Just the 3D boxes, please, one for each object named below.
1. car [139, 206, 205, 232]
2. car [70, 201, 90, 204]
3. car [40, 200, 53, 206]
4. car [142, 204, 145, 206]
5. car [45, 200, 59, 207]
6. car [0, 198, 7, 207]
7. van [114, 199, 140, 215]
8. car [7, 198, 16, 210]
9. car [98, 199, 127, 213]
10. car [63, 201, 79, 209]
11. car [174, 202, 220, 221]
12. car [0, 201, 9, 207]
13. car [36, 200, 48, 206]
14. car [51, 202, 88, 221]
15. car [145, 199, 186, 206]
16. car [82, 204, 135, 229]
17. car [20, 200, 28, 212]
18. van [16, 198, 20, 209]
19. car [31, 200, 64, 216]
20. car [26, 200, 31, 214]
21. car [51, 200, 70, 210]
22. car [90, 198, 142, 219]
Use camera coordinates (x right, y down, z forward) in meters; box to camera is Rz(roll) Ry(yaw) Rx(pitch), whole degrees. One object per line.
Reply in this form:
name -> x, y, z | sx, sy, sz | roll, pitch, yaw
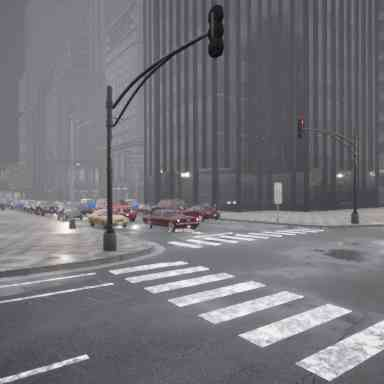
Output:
car -> -1.472, 1.846, 22.326 | 1.895, 1.301, 4.718 | 0, -1, -35
car -> -12.947, 2.063, 38.503 | 2.033, 1.411, 5.357 | 0, -1, -35
car -> -34.672, 2.660, 79.213 | 1.947, 1.339, 4.313 | -1, 0, -35
car -> -5.246, 2.004, 37.779 | 1.802, 1.307, 4.206 | -1, 0, -35
car -> -31.660, 2.594, 74.970 | 1.947, 1.339, 4.313 | -1, 0, -35
car -> -41.219, 2.666, 73.708 | 1.887, 1.381, 4.507 | -1, 0, -35
van -> -8.191, 1.832, 41.931 | 1.690, 1.788, 3.998 | -1, 0, -35
car -> -31.884, 2.353, 60.552 | 1.967, 1.590, 4.097 | -1, 0, -35
car -> -11.131, 1.874, 46.082 | 2.192, 1.841, 5.009 | -1, 0, -35
car -> -22.627, 2.406, 62.244 | 1.802, 1.307, 4.206 | -1, 0, -35
car -> 0.633, 1.828, 29.475 | 1.887, 1.381, 4.507 | -1, 0, -35
car -> -44.331, 2.770, 78.093 | 1.802, 1.307, 4.206 | -1, 0, -35
car -> -37.683, 2.709, 83.455 | 2.008, 1.369, 4.403 | -1, 0, -35
car -> -11.983, 2.004, 32.517 | 2.008, 1.369, 4.403 | -1, 0, -35
car -> -2.312, 1.668, 33.627 | 2.192, 1.841, 5.009 | -1, 0, -35
car -> -6.229, 1.843, 24.410 | 1.752, 1.417, 4.829 | -1, 0, -35
car -> -23.297, 2.156, 48.453 | 1.967, 1.590, 4.097 | -1, 0, -35
van -> -26.127, 2.122, 52.438 | 1.690, 1.788, 3.998 | -1, 0, -35
car -> -17.644, 1.900, 40.485 | 2.192, 1.841, 5.009 | -1, 0, -35
car -> -20.467, 2.196, 44.469 | 1.887, 1.381, 4.507 | -1, 0, -35
car -> -22.989, 2.270, 57.995 | 1.882, 1.535, 5.008 | 0, -1, -35
car -> -7.024, 1.598, 30.150 | 2.150, 2.045, 5.566 | 0, -1, -35
